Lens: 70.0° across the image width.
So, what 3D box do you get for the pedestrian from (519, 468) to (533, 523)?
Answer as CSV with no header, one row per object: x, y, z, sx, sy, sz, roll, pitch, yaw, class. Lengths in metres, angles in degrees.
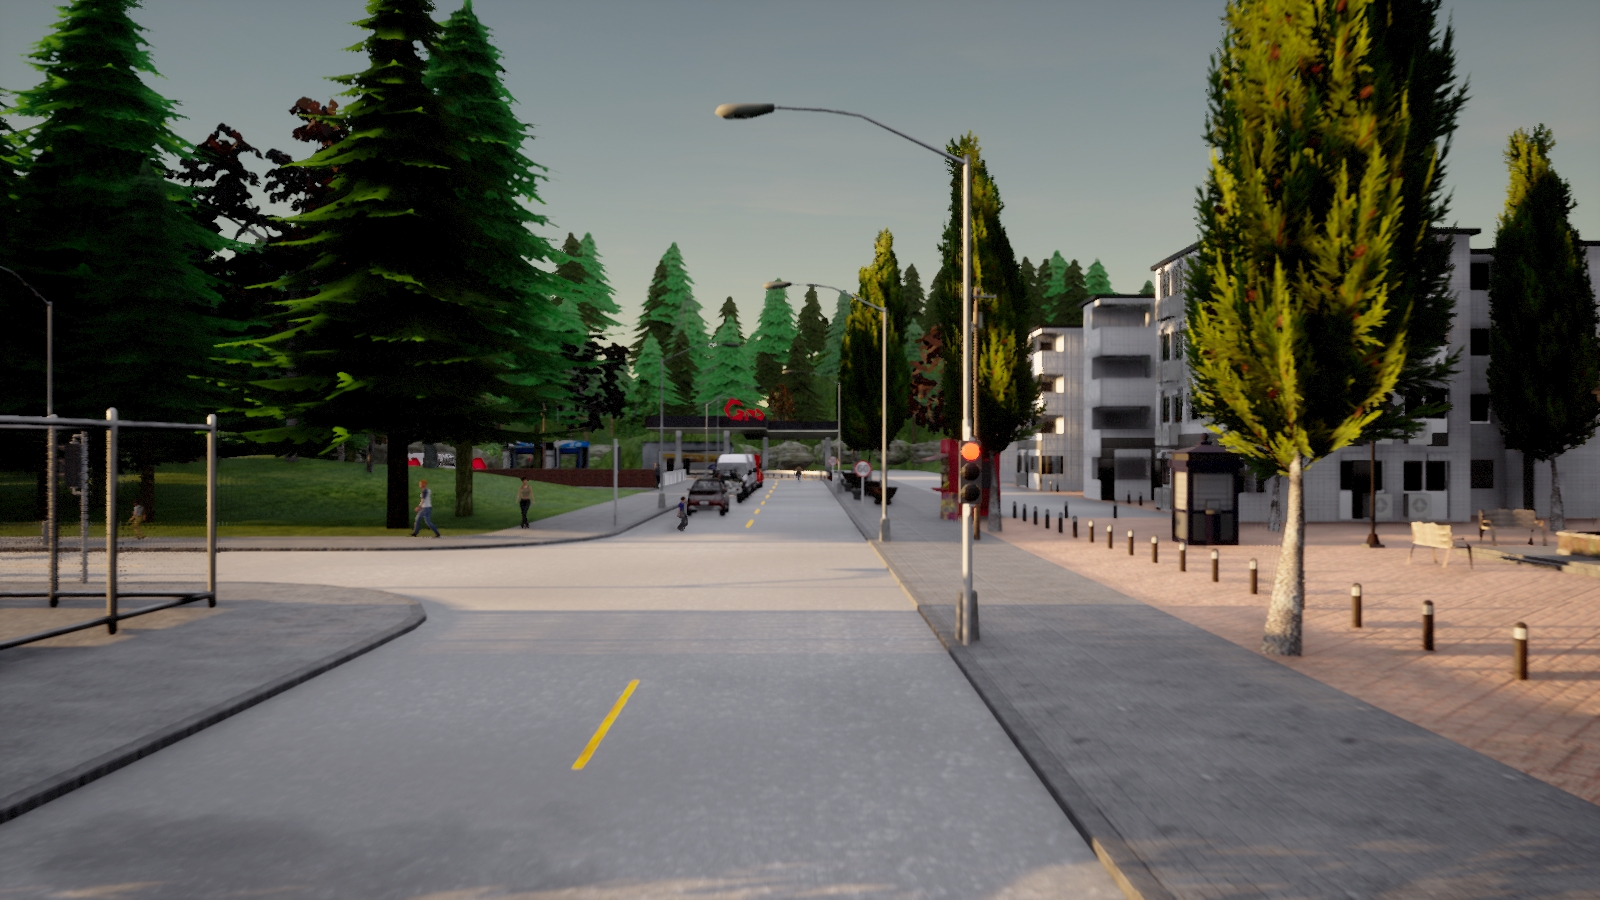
-9.292,1.526,38.696,0.375,1.860,0.375,0,0,0,pedestrian

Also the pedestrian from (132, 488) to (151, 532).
-19.911,1.805,34.552,0.375,1.300,0.375,0,0,-5,pedestrian

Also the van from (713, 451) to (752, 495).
-3.990,1.315,68.566,1.988,2.561,5.915,0,0,0,van

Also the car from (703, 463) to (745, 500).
-4.045,1.644,61.500,1.932,1.855,4.605,0,0,0,car

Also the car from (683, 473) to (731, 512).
-3.999,1.807,49.709,1.789,1.549,3.705,0,0,0,car

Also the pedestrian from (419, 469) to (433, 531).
-11.413,1.524,34.841,0.375,1.860,0.375,0,0,-12,pedestrian

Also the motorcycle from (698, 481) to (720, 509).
-4.017,1.993,50.674,0.803,1.145,2.033,0,0,0,motorcycle

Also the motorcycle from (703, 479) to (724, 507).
-3.987,1.962,52.667,0.856,1.236,1.805,0,0,0,motorcycle

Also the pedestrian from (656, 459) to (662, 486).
-9.583,1.525,77.655,0.375,1.860,0.375,0,0,4,pedestrian

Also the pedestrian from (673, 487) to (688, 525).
-4.079,1.909,39.030,0.375,1.300,0.375,0,0,14,pedestrian
